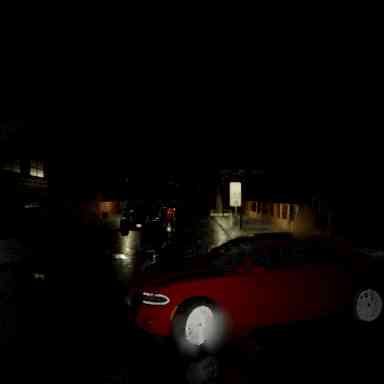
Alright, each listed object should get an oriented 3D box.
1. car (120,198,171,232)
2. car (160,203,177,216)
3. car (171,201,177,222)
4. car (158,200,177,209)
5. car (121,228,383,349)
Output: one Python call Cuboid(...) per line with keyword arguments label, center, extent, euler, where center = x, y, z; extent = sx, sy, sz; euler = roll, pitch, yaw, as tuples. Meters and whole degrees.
Cuboid(label="car", center=(-2.717, 1.403, 19.879), extent=(2.150, 2.045, 5.566), euler=(0, -1, 0))
Cuboid(label="car", center=(-2.751, 2.057, 39.900), extent=(1.895, 1.301, 4.718), euler=(0, -1, -1))
Cuboid(label="car", center=(-2.695, 1.658, 29.862), extent=(2.097, 1.767, 4.553), euler=(0, -1, 0))
Cuboid(label="car", center=(-4.593, 2.338, 61.708), extent=(1.882, 1.535, 5.008), euler=(1, -2, -26))
Cuboid(label="car", center=(1.367, 1.517, 6.147), extent=(5.008, 1.535, 1.882), euler=(0, -1, -16))
